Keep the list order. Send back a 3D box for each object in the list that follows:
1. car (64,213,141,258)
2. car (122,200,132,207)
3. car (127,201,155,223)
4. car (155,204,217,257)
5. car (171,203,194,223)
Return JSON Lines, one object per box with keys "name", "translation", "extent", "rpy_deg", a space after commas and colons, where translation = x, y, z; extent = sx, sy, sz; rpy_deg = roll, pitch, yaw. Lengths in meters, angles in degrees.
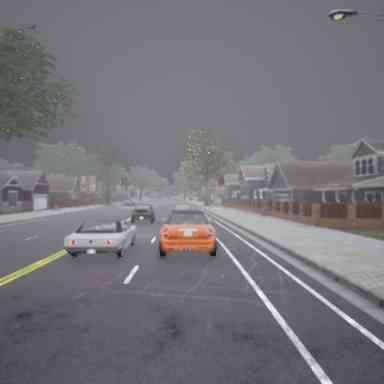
{"name": "car", "translation": [-3.433, 1.740, 13.419], "extent": [1.895, 1.301, 4.718], "rpy_deg": [0, -1, -1]}
{"name": "car", "translation": [-12.399, 2.234, 65.458], "extent": [1.994, 1.385, 4.181], "rpy_deg": [0, -1, -3]}
{"name": "car", "translation": [-4.085, 1.803, 28.683], "extent": [1.837, 1.490, 4.892], "rpy_deg": [0, 0, -2]}
{"name": "car", "translation": [-0.191, 1.493, 13.673], "extent": [2.097, 1.767, 4.553], "rpy_deg": [0, -1, -1]}
{"name": "car", "translation": [-0.865, 1.782, 29.579], "extent": [1.882, 1.535, 5.008], "rpy_deg": [0, 0, -2]}
